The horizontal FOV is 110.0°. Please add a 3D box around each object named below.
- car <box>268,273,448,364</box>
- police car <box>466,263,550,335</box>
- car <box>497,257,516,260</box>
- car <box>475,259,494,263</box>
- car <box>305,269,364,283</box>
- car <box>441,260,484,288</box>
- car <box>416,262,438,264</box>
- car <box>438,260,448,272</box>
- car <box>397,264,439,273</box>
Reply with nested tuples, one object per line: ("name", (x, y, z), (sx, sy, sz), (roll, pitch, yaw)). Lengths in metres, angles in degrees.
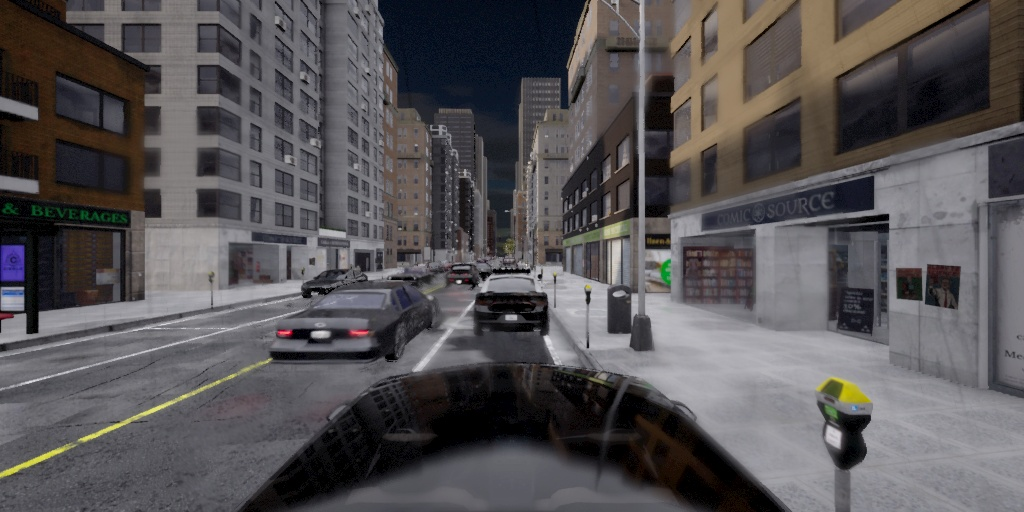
("car", (-3.042, 1.298, 8.220), (2.033, 1.411, 5.357), (0, 0, 0))
("police car", (-0.008, 1.175, 10.608), (1.930, 1.638, 5.238), (0, 0, 0))
("car", (-0.270, 1.066, 40.308), (2.192, 1.841, 5.009), (0, 0, 0))
("car", (-3.032, 1.315, 37.169), (1.994, 1.385, 4.181), (0, 0, 0))
("car", (-8.806, 1.316, 18.204), (1.948, 1.339, 4.313), (0, 0, 0))
("car", (-3.135, 1.256, 23.747), (1.837, 1.490, 4.892), (0, 0, 0))
("car", (-8.799, 1.333, 34.780), (1.802, 1.307, 4.207), (0, 0, 0))
("car", (-8.796, 1.317, 40.305), (1.948, 1.339, 4.313), (0, 0, 0))
("car", (-6.242, 1.351, 22.607), (1.895, 1.301, 4.718), (0, 0, 0))
